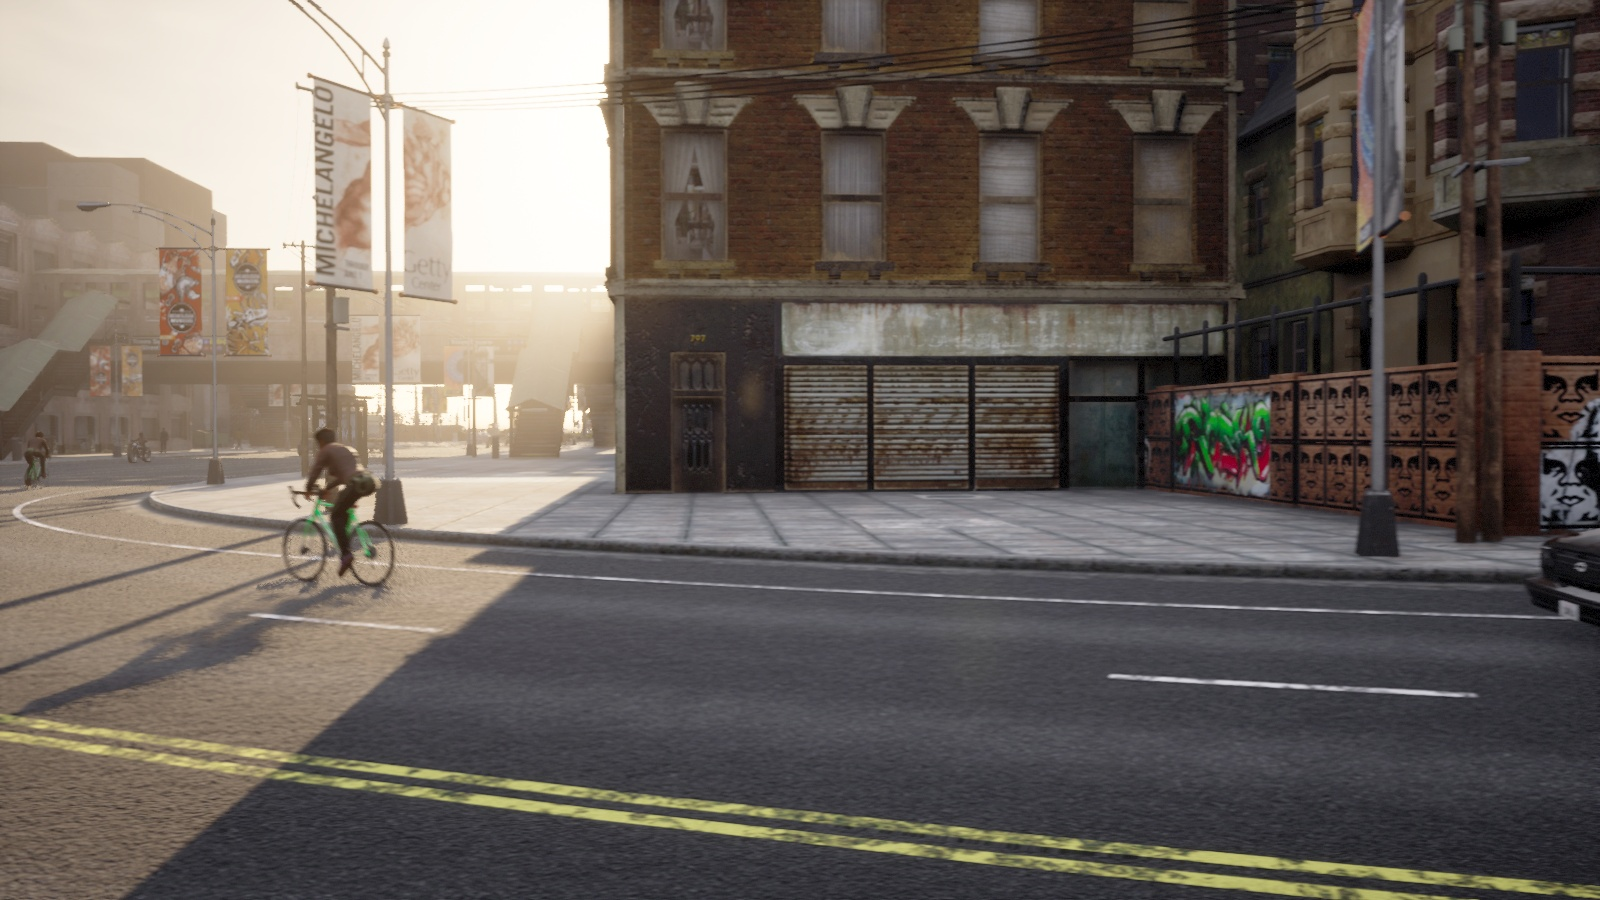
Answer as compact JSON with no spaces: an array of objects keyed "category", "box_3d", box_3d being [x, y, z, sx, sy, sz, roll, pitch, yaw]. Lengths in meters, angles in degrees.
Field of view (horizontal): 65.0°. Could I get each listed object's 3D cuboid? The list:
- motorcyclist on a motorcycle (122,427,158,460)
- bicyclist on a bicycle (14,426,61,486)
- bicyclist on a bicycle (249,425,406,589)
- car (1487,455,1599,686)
[{"category":"motorcyclist on a motorcycle","box_3d":[-34.241,-0.360,65.150,0.766,1.649,2.350,0,1,-4]},{"category":"bicyclist on a bicycle","box_3d":[-21.312,0.155,35.137,0.582,1.620,1.656,1,1,-11]},{"category":"bicyclist on a bicycle","box_3d":[-4.912,0.560,13.034,1.656,1.620,0.582,0,1,29]},{"category":"car","box_3d":[7.813,0.778,8.301,5.357,1.411,2.033,0,1,10]}]
